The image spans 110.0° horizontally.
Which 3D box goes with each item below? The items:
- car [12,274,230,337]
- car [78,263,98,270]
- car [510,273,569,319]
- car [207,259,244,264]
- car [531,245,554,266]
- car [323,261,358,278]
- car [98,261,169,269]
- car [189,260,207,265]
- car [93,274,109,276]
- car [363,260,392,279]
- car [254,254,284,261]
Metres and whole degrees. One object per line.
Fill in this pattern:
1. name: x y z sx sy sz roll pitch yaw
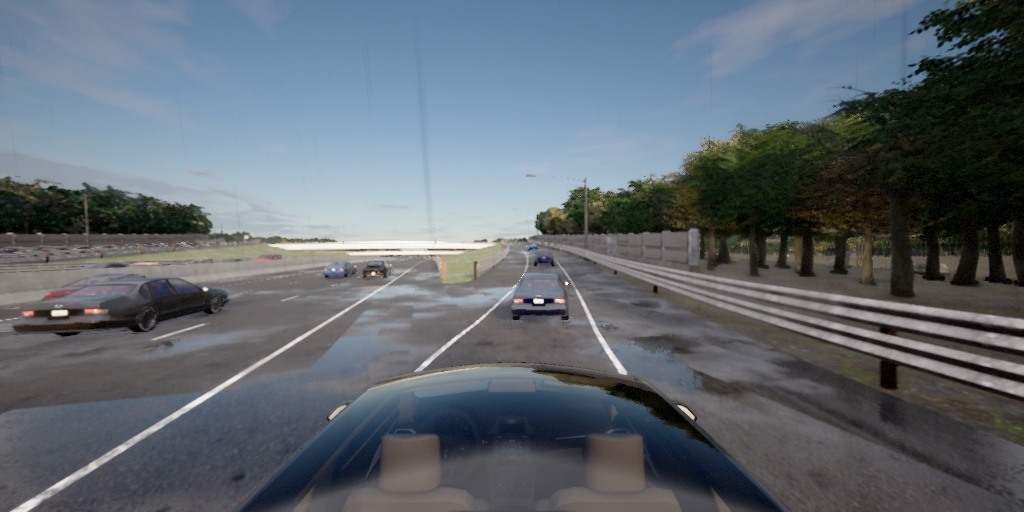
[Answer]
1. car: -10.754 1.325 10.580 2.033 1.411 5.357 -1 0 -12
2. car: -32.586 1.286 28.495 1.882 1.535 5.008 -1 1 -12
3. car: 1.048 1.306 12.883 2.033 1.411 5.357 -1 1 6
4. car: -36.336 1.091 46.210 1.837 1.490 4.892 -1 1 -12
5. car: 3.465 0.074 39.598 2.097 1.767 4.553 -1 3 4
6. car: -15.258 1.163 32.061 2.033 1.411 5.357 -1 1 -12
7. car: -28.954 1.260 28.218 1.882 1.535 5.008 -1 1 -12
8. car: -40.029 1.172 46.811 1.994 1.385 4.181 -1 1 -11
9. car: -14.997 1.359 13.789 1.994 1.385 4.181 -1 0 -12
10. car: -11.528 1.111 30.858 1.837 1.490 4.892 -1 1 -12
11. car: -33.415 0.743 49.379 2.150 2.045 5.566 -1 1 -12
